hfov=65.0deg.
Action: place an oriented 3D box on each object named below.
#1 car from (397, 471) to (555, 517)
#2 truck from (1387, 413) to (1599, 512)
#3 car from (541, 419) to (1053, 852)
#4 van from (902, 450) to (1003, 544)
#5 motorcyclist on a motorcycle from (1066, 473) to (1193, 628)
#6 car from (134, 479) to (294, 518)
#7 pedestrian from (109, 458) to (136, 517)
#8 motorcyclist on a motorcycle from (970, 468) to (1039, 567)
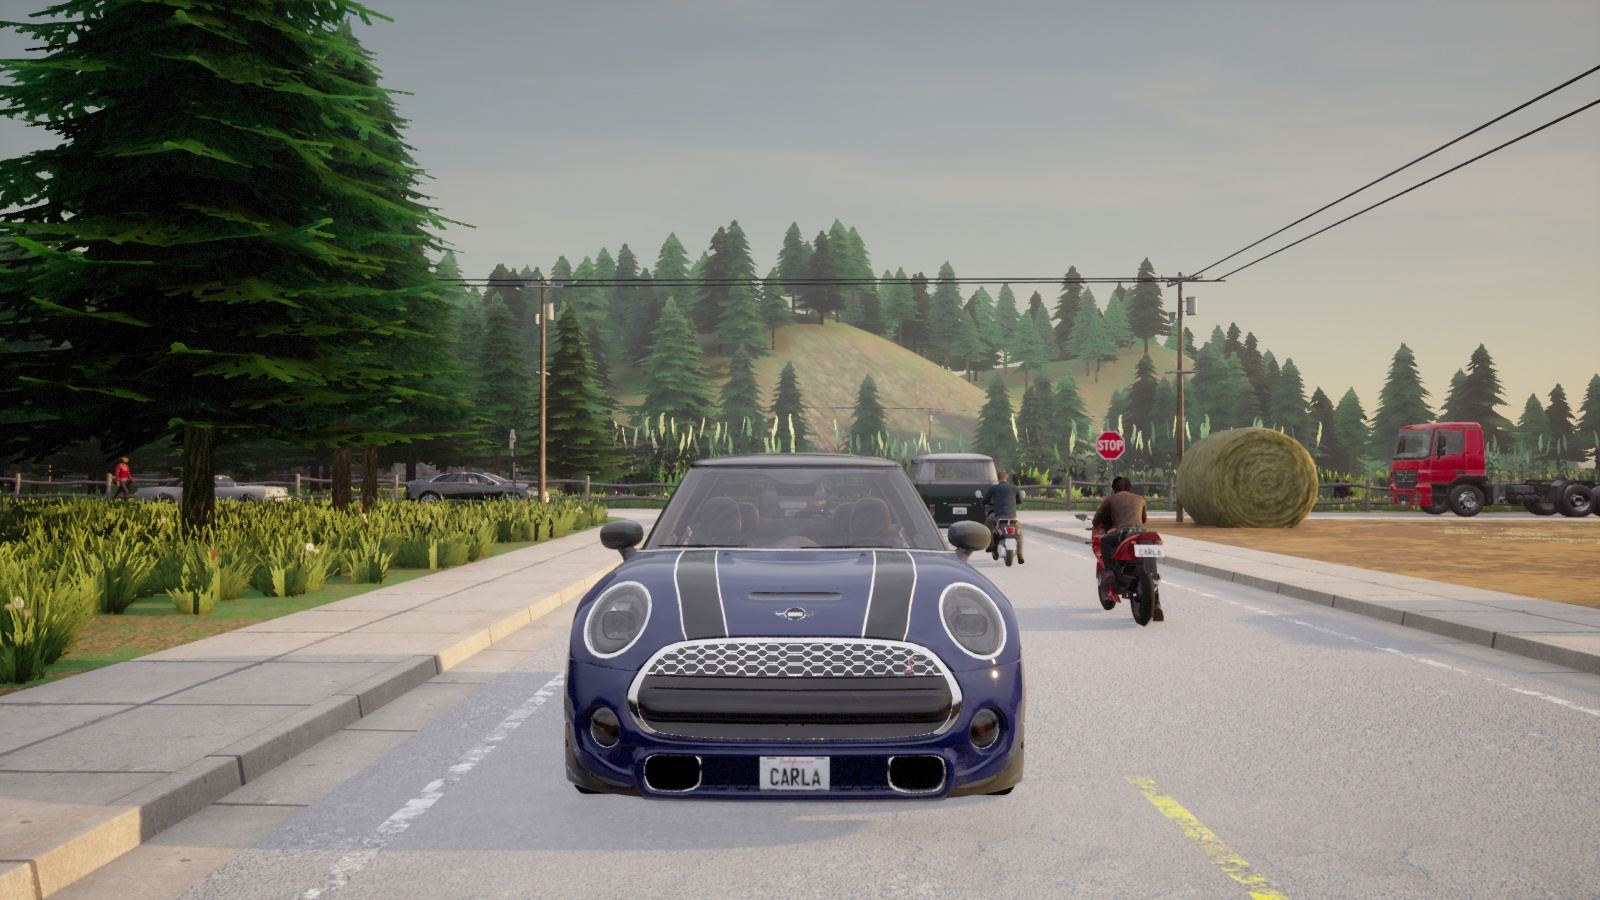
[{"bbox_3d":[-11.184,1.512,43.634,4.902,1.511,2.128,0,-1,3],"label":"car"},{"bbox_3d":[25.905,0.455,45.448,7.936,3.462,2.891,0,-1,3],"label":"truck"},{"bbox_3d":[-0.021,0.798,7.441,2.097,1.767,4.553,0,-1,0],"label":"car"},{"bbox_3d":[3.424,1.040,28.959,1.775,1.987,4.442,0,-1,0],"label":"van"},{"bbox_3d":[3.465,1.007,13.394,0.797,1.523,2.044,0,-1,0],"label":"motorcyclist on a motorcycle"},{"bbox_3d":[-20.475,1.699,44.022,4.718,1.301,1.895,0,-1,1],"label":"car"},{"bbox_3d":[-21.394,1.190,39.659,0.636,1.846,0.331,0,-1,2],"label":"pedestrian"},{"bbox_3d":[3.444,1.111,21.302,0.866,1.590,1.817,0,-1,0],"label":"motorcyclist on a motorcycle"}]
